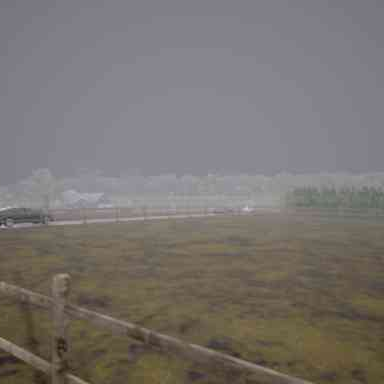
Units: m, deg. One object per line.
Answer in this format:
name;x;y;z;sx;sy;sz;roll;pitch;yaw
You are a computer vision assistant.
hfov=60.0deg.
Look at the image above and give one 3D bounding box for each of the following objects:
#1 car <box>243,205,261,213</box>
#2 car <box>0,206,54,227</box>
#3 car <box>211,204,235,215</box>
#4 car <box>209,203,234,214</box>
car;10.676;3.073;59.463;1.812;1.442;4.674;-3;-4;36
car;-13.321;1.908;26.171;1.837;1.490;4.892;-3;-3;36
car;4.947;2.782;51.417;1.994;1.385;4.181;-3;-3;36
car;5.048;2.807;56.368;2.097;1.767;4.553;-3;-3;36
